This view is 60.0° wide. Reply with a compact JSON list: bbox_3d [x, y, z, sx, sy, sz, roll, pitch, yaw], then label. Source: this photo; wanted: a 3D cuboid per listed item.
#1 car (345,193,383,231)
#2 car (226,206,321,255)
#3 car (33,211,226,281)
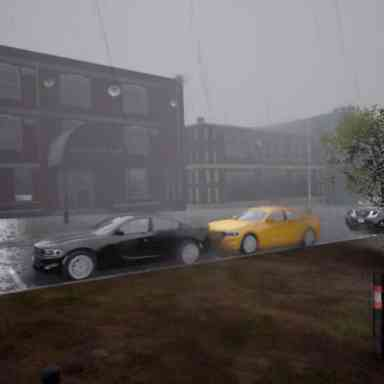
[{"bbox_3d":[10.810,1.093,18.395,5.566,2.045,2.435,0,0,-35],"label":"car"},{"bbox_3d":[2.771,1.319,12.645,5.008,1.535,2.097,0,0,-33],"label":"car"},{"bbox_3d":[-1.741,1.336,9.417,5.008,1.535,2.097,0,0,-33],"label":"car"}]
